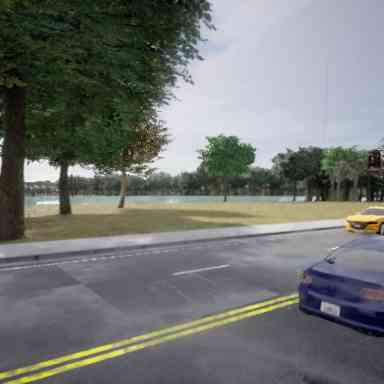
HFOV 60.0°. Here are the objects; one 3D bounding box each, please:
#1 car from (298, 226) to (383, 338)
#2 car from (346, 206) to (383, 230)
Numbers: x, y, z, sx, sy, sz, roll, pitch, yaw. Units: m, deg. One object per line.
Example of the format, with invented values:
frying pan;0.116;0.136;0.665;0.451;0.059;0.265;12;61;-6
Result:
car;3.908;1.564;6.228;4.674;1.442;1.812;0;0;-35
car;11.025;1.594;19.528;5.008;1.535;1.882;0;0;-35
